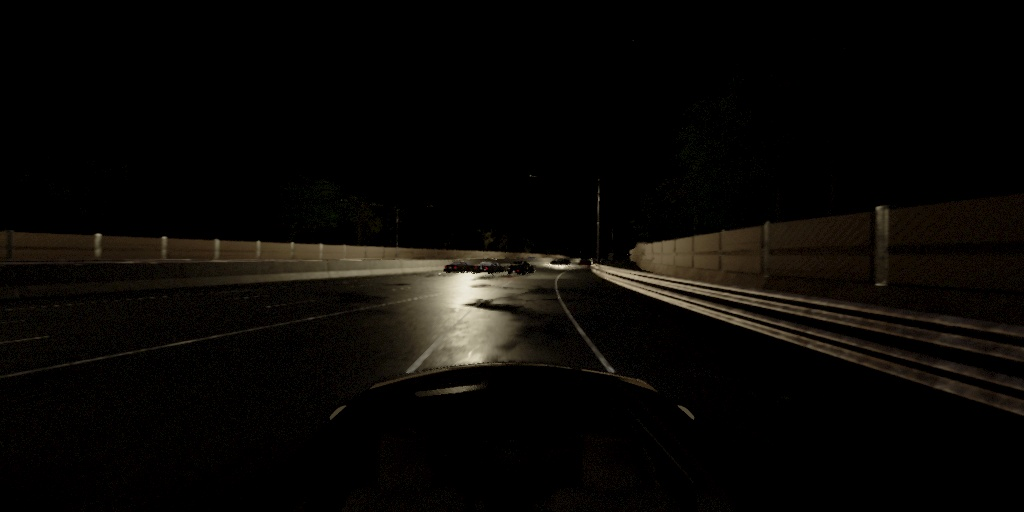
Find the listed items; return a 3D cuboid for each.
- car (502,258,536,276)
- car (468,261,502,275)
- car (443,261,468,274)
[{"bbox_3d":[0.967,1.282,37.662,1.837,1.490,4.892,1,0,19],"label":"car"},{"bbox_3d":[-2.353,1.288,38.769,2.033,1.411,5.357,1,0,19],"label":"car"},{"bbox_3d":[-5.667,1.252,39.896,2.033,1.411,5.357,1,0,19],"label":"car"}]
